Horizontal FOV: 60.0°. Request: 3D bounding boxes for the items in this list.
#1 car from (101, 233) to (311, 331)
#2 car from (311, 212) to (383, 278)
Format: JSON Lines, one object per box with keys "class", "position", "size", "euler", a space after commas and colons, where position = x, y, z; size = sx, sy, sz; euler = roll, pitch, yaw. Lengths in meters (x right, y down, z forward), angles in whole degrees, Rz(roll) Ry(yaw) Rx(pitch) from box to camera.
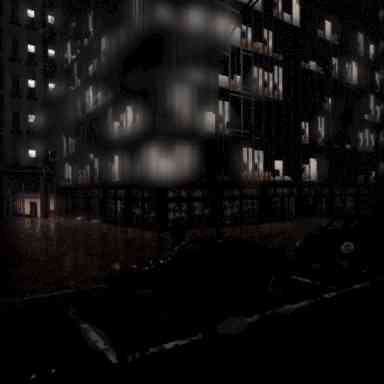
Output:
{"class": "car", "position": [0.294, 1.581, 6.778], "size": [4.206, 1.307, 1.802], "euler": [0, -1, -35]}
{"class": "car", "position": [4.921, 1.438, 10.080], "size": [4.097, 1.590, 1.967], "euler": [0, -1, -35]}
